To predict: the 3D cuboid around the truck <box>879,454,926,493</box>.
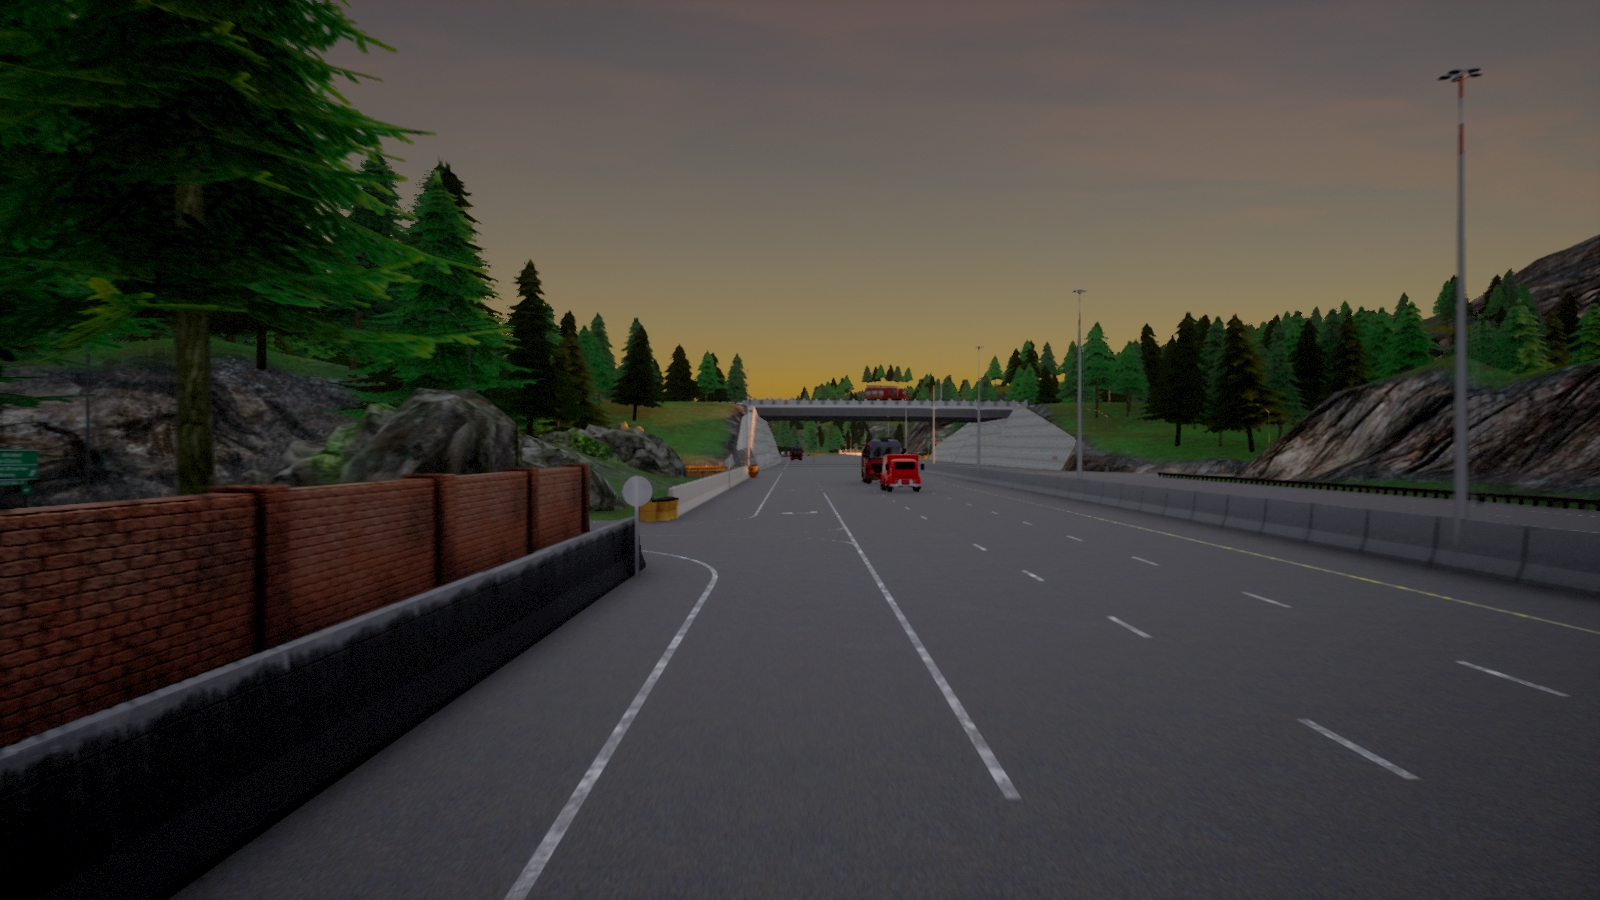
[{"bbox_3d":[6.777,1.526,76.100,2.627,2.467,5.204,0,0,0],"label":"truck"}]
